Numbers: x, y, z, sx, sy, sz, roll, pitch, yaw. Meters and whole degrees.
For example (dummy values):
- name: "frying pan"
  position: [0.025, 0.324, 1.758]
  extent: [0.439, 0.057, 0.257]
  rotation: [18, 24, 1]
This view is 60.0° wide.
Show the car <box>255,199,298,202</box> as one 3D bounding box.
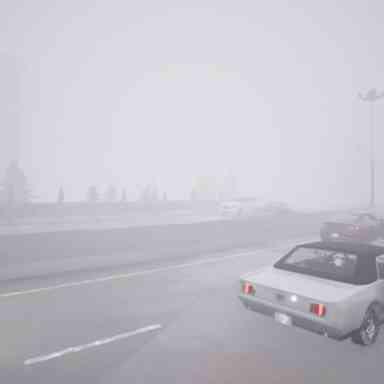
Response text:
- name: "car"
  position: [8.207, 1.645, 32.027]
  extent: [1.837, 1.490, 4.892]
  rotation: [0, 0, 37]

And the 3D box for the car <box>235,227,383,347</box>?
- name: "car"
  position: [3.101, 1.618, 6.402]
  extent: [4.718, 1.301, 1.895]
  rotation: [0, 0, -39]

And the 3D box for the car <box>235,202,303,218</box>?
- name: "car"
  position: [5.583, 1.640, 23.361]
  extent: [2.033, 1.411, 5.357]
  rotation: [0, 0, 43]

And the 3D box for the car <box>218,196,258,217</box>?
- name: "car"
  position: [4.842, 1.379, 33.345]
  extent: [2.150, 2.045, 5.566]
  rotation: [0, 0, 37]

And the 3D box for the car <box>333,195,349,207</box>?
- name: "car"
  position: [25.391, 1.715, 56.250]
  extent: [1.882, 1.535, 5.008]
  rotation: [-1, 0, 23]

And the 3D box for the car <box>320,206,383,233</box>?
- name: "car"
  position: [7.425, 1.569, 15.040]
  extent: [4.674, 1.442, 1.812]
  rotation: [0, 0, -44]

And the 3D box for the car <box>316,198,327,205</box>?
- name: "car"
  position: [26.101, 1.865, 67.093]
  extent: [1.994, 1.385, 4.181]
  rotation: [-1, 0, 22]

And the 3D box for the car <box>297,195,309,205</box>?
- name: "car"
  position: [22.850, 1.567, 68.397]
  extent: [2.150, 2.045, 5.566]
  rotation: [-1, 0, 22]
